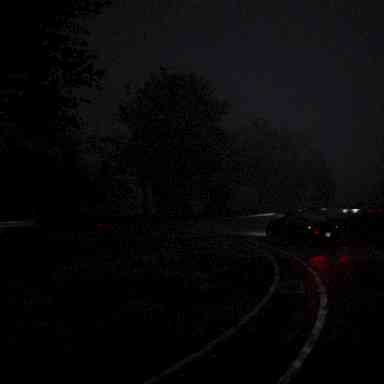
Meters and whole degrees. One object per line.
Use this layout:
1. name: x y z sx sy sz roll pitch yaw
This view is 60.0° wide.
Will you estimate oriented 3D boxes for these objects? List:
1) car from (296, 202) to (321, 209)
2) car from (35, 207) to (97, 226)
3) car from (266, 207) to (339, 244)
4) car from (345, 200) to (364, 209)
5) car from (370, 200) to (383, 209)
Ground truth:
1. car: 14.391 1.965 41.278 1.837 1.490 4.892 -1 -1 42
2. car: -10.616 2.004 28.184 5.008 1.535 1.882 -1 -2 0
3. car: 5.484 1.722 16.943 1.812 1.442 4.674 0 -1 -13
4. car: 26.962 2.009 55.142 1.882 1.535 5.008 -1 -1 43
5. car: 29.951 1.997 53.108 1.812 1.442 4.674 -1 -1 42
